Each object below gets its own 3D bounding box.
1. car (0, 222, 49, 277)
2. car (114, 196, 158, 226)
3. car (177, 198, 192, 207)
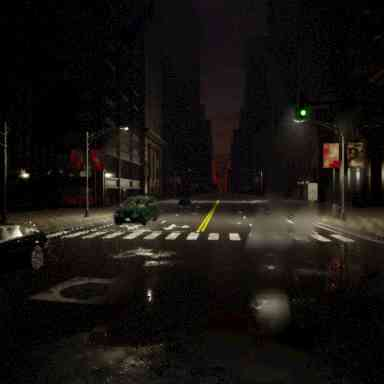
[{"bbox_3d":[-5.473,1.549,8.304,2.128,1.511,4.902,0,0,5],"label":"car"},{"bbox_3d":[-3.940,1.377,24.462,2.150,2.045,5.566,0,1,5],"label":"car"},{"bbox_3d":[-1.159,1.680,53.794,1.994,1.385,4.181,0,1,5],"label":"car"}]
